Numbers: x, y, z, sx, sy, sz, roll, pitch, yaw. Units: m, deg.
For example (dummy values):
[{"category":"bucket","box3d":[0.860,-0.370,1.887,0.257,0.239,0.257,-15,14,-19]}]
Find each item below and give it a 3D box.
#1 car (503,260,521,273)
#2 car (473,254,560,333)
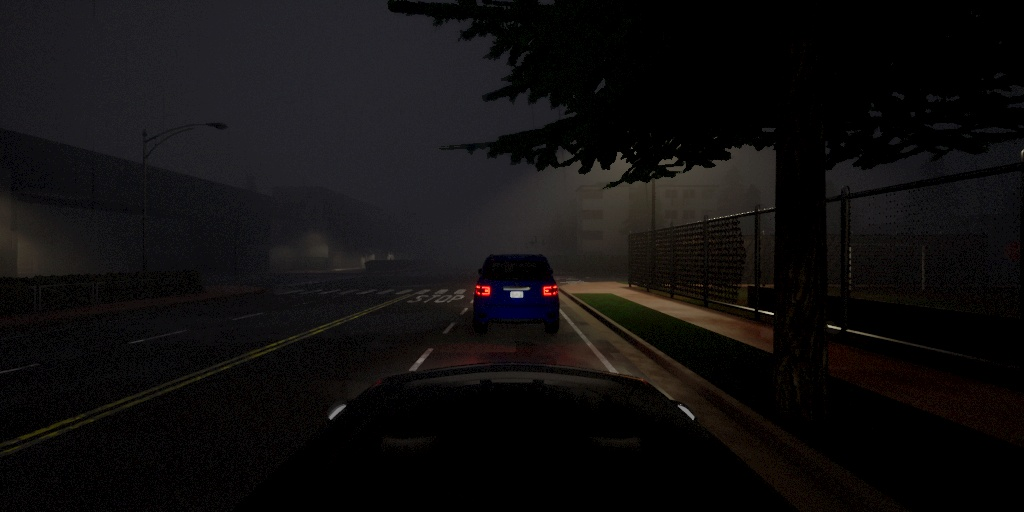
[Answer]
[{"category":"car","box3d":[0.013,1.241,45.716,2.128,1.511,4.902,0,0,0]},{"category":"car","box3d":[0.113,0.971,10.857,2.150,2.045,5.566,0,0,0]}]
